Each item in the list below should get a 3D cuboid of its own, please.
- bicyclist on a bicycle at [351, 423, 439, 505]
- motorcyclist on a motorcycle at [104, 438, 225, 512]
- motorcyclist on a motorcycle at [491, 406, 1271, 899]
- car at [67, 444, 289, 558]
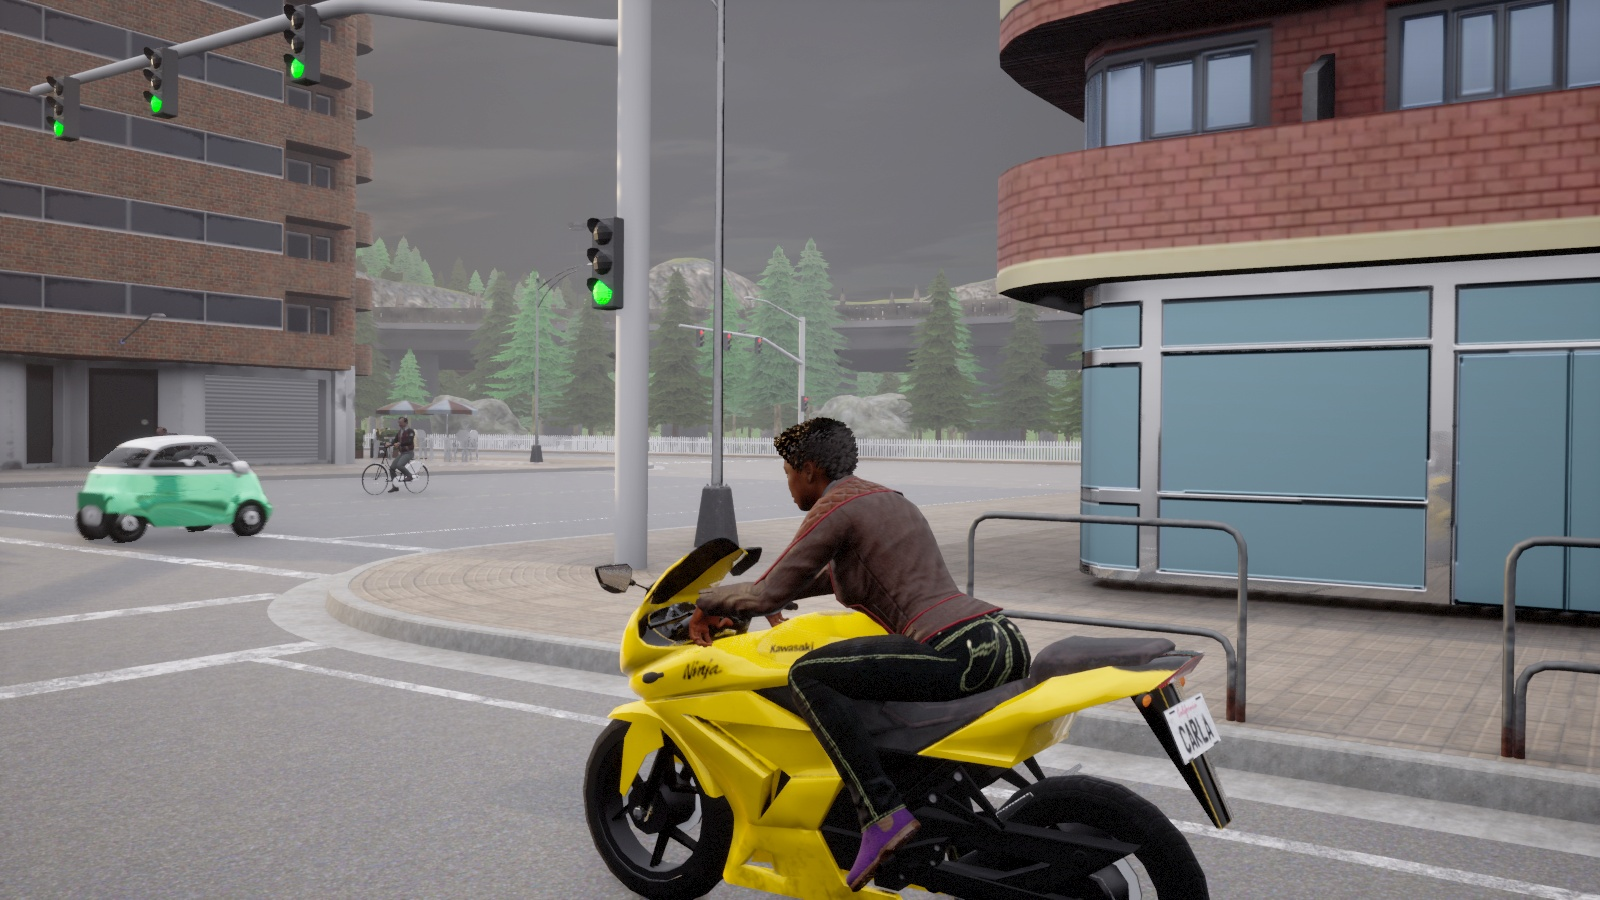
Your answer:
[{"bbox_3d":[-9.107,0.298,28.300,0.659,1.776,1.843,0,1,34],"label":"bicyclist on a bicycle"},{"bbox_3d":[-13.873,0.517,27.482,0.866,1.530,2.191,0,1,34],"label":"motorcyclist on a motorcycle"},{"bbox_3d":[0.158,0.664,3.519,2.044,1.523,0.797,0,1,34],"label":"motorcyclist on a motorcycle"},{"bbox_3d":[-8.330,0.631,16.907,1.481,1.376,2.207,0,1,34],"label":"car"}]
